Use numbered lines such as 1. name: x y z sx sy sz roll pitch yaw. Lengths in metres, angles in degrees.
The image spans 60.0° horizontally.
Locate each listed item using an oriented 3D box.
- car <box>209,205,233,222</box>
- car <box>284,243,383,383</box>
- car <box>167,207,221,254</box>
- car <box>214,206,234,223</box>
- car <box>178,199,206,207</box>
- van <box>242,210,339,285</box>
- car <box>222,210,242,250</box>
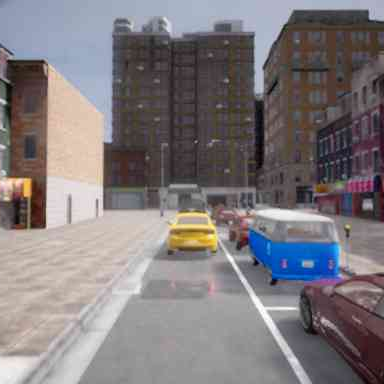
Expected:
1. car: 2.647 1.968 31.225 1.802 1.307 4.206 1 -1 0
2. car: 2.653 1.628 4.036 1.802 1.307 4.206 1 -1 0
3. car: 0.027 1.643 14.273 1.882 1.535 5.008 0 0 1
4. car: 2.648 1.896 25.787 1.802 1.307 4.206 1 -1 0
5. car: 0.006 1.563 27.632 2.150 2.045 5.566 0 0 0
6. van: 2.656 1.449 9.477 1.690 1.788 3.998 1 -1 0
7. car: 2.651 1.718 14.912 1.887 1.381 4.507 1 -1 0
